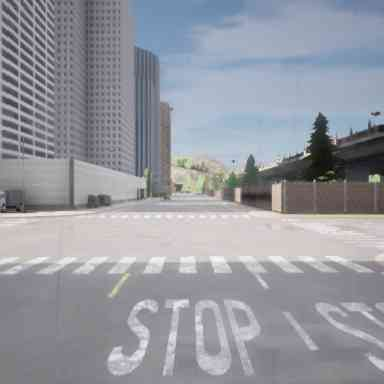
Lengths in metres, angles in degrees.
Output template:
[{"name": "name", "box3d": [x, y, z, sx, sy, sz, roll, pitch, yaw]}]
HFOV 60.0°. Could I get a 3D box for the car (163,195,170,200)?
[{"name": "car", "box3d": [-7.000, 1.584, 91.529, 1.895, 1.301, 4.718, 0, 0, 0]}]
